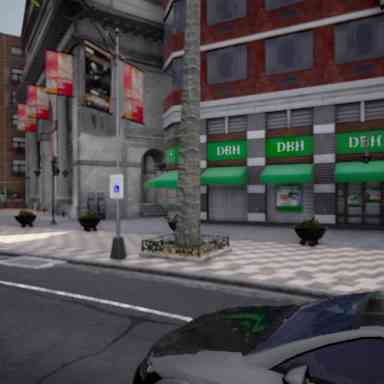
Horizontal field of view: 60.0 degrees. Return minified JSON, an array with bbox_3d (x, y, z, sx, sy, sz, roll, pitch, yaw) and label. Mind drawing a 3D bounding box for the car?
[{"bbox_3d":[1.493,1.560,2.607,4.181,1.385,1.994,-1,0,35],"label":"car"}]
